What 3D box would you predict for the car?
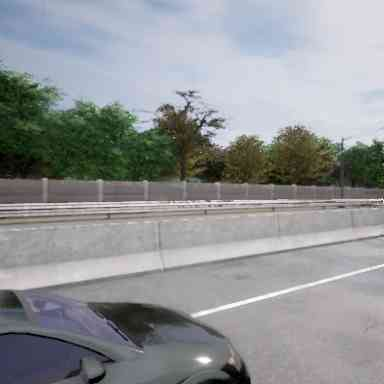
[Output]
[{"bbox_3d":[-1.492,1.565,2.683,4.181,1.385,1.994,0,0,-35],"label":"car"}]
